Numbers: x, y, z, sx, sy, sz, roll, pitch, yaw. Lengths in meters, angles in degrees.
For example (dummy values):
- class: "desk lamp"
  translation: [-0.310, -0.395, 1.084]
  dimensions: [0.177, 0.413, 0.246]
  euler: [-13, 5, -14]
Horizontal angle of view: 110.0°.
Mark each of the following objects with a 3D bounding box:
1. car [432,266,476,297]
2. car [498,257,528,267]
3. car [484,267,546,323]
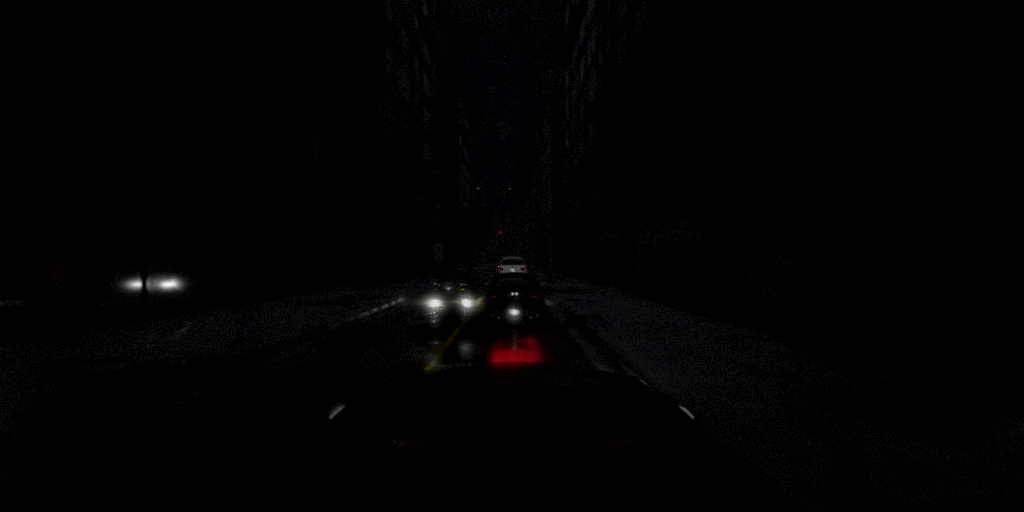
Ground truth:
- class: "car"
  translation: [-3.081, 1.347, 19.871]
  dimensions: [1.837, 1.490, 4.892]
  euler: [0, 0, 0]
- class: "car"
  translation: [0.103, 1.109, 28.510]
  dimensions: [2.150, 2.045, 5.566]
  euler: [0, 0, 2]
- class: "car"
  translation: [0.091, 1.309, 12.327]
  dimensions: [1.837, 1.490, 4.892]
  euler: [0, 0, 0]
